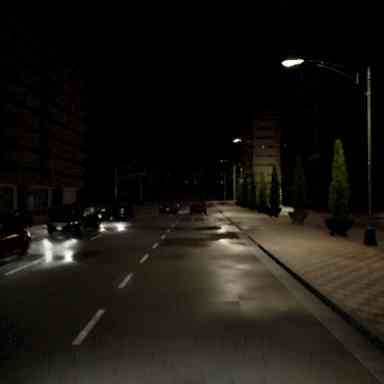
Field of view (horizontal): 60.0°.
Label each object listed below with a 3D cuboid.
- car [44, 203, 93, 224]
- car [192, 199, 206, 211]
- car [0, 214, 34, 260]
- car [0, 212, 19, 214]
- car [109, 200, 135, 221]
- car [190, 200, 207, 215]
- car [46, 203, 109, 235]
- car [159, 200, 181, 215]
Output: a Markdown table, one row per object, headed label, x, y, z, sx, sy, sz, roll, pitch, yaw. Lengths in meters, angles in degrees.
| label | x | y | z | sx | sy | sz | roll | pitch | yaw |
| --- | --- | --- | --- | --- | --- | --- | --- | --- | --- |
| car | -10.074 | 1.694 | 27.660 | 2.128 | 1.511 | 4.902 | 0 | 0 | 2 |
| car | 1.044 | 1.858 | 49.268 | 1.882 | 1.535 | 5.008 | 0 | 0 | 2 |
| car | -7.004 | 1.636 | 10.774 | 1.994 | 1.385 | 4.181 | 0 | 0 | 1 |
| car | -10.372 | 1.724 | 17.567 | 1.895 | 1.301 | 4.718 | 0 | 0 | 1 |
| car | -6.516 | 1.572 | 29.472 | 2.097 | 1.767 | 4.553 | 0 | 0 | 2 |
| car | 0.763 | 1.773 | 38.495 | 1.882 | 1.535 | 5.008 | 0 | 0 | 1 |
| car | -6.814 | 1.633 | 19.666 | 2.128 | 1.511 | 4.902 | 0 | 0 | 2 |
| car | -2.640 | 1.856 | 38.380 | 1.994 | 1.385 | 4.181 | 0 | -1 | 1 |
